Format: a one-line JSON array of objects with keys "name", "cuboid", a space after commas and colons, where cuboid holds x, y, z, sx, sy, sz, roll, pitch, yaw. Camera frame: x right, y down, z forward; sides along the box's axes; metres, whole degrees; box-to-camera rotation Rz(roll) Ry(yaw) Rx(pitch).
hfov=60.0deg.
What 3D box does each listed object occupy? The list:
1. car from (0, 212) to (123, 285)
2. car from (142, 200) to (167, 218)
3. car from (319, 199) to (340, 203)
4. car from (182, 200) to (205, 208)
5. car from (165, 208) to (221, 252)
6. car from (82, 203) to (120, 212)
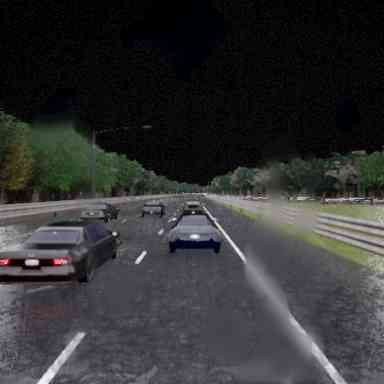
[{"name": "car", "cuboid": [-3.400, 1.545, 9.570, 2.033, 1.411, 5.357, 0, 0, 0]}, {"name": "car", "cuboid": [-3.398, 1.496, 30.421, 2.128, 1.511, 4.902, 0, 0, 0]}, {"name": "car", "cuboid": [30.916, 1.768, 75.026, 1.882, 1.535, 5.008, 0, 0, -29]}, {"name": "car", "cuboid": [0.102, 1.510, 30.559, 1.837, 1.490, 4.892, 0, 0, 0]}, {"name": "car", "cuboid": [0.102, 1.562, 13.923, 1.994, 1.385, 4.181, 0, 0, 0]}, {"name": "car", "cuboid": [-6.892, 1.549, 25.448, 2.033, 1.411, 5.357, 0, 0, 0]}]
